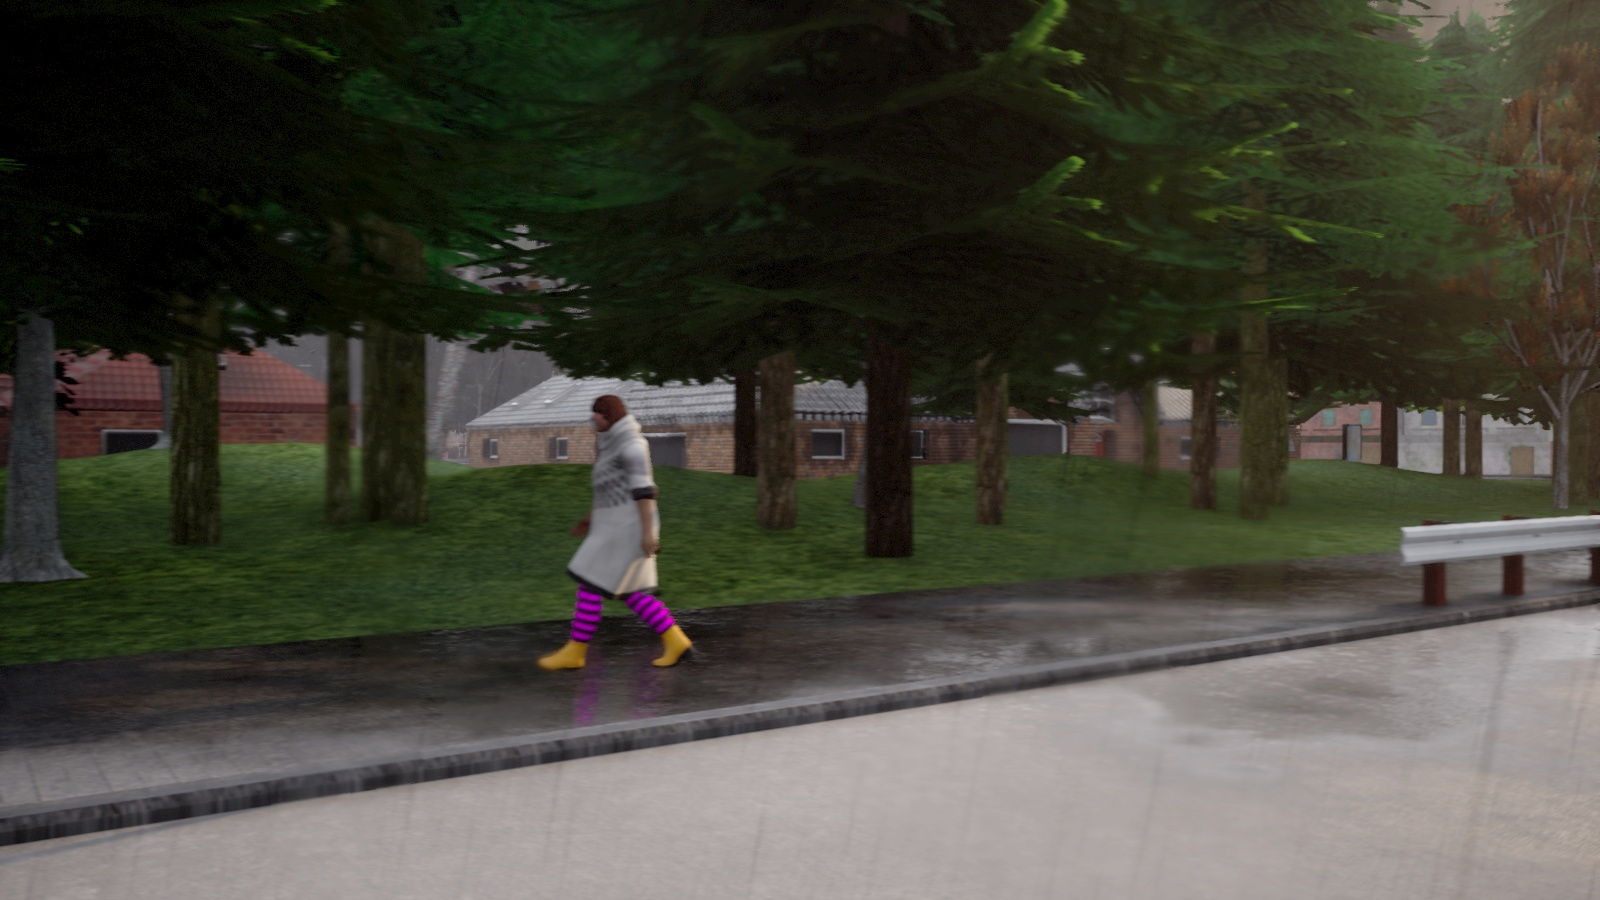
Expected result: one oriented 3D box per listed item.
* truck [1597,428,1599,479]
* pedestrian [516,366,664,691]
[{"bbox_3d":[41.659,0.151,60.181,2.627,2.467,5.204,0,0,-35],"label":"truck"},{"bbox_3d":[-1.330,0.469,7.928,0.873,1.952,0.659,0,0,-11],"label":"pedestrian"}]
